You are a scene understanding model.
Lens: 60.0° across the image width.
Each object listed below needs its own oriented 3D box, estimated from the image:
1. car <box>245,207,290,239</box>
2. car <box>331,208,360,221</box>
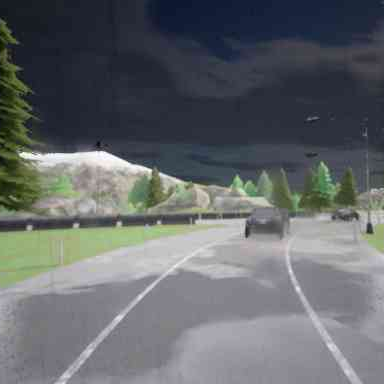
[{"bbox_3d":[4.561,1.692,19.670,2.097,1.767,4.553,-1,-2,22],"label":"car"},{"bbox_3d":[17.500,2.558,37.905,4.674,1.442,1.812,2,-3,-44],"label":"car"}]
